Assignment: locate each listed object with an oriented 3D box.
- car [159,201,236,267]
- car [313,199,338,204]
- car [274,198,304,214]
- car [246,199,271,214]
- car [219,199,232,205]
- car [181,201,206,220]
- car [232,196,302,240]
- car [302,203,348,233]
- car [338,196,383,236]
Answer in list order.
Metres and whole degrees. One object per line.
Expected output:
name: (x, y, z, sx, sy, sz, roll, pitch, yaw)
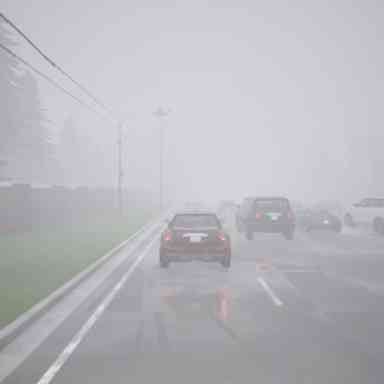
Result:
car: (0.100, 1.349, 11.492, 2.097, 1.767, 4.553, 0, 0, 0)
car: (14.101, 1.481, 35.087, 2.128, 1.511, 4.902, 0, 0, 0)
car: (10.602, 1.467, 36.674, 1.882, 1.535, 5.008, 0, 0, 0)
car: (7.102, 1.515, 36.144, 1.812, 1.442, 4.674, 0, 0, 0)
car: (3.602, 1.494, 35.165, 1.837, 1.490, 4.892, 0, 0, 0)
car: (0.102, 1.539, 29.766, 2.033, 1.411, 5.357, 0, 0, 0)
car: (3.601, 1.216, 17.217, 2.150, 2.045, 5.566, 0, 0, 0)
car: (7.100, 1.558, 19.605, 1.994, 1.385, 4.181, 0, 0, 0)
car: (10.601, 1.215, 18.525, 2.150, 2.045, 5.566, 0, 0, 0)
